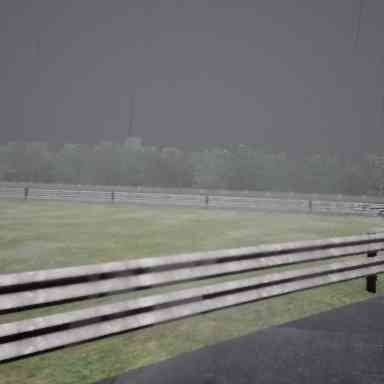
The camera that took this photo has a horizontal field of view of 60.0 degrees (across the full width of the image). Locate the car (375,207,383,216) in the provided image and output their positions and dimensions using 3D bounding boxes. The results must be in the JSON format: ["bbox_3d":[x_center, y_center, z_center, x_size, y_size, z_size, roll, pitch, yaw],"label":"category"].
[{"bbox_3d":[26.392,2.376,42.975,4.892,1.490,1.837,3,-2,9],"label":"car"}]
